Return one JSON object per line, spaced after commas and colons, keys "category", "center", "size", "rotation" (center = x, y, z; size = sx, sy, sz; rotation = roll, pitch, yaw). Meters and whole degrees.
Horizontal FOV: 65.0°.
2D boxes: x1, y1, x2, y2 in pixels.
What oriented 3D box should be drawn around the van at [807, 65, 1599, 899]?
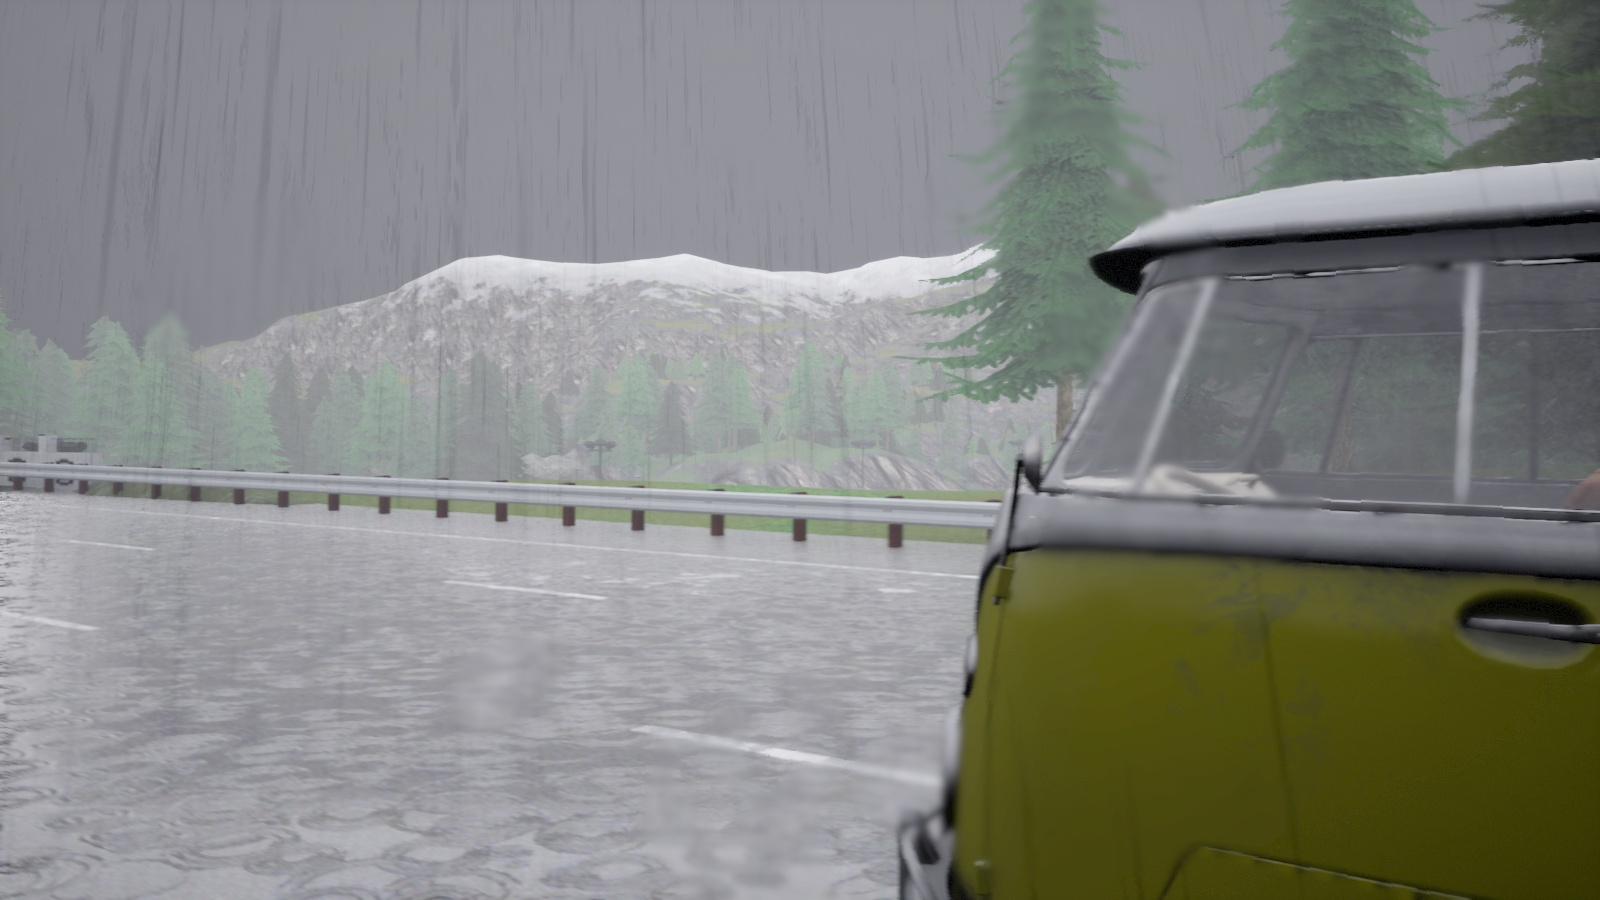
{"category": "van", "center": [2.360, 0.438, 2.051], "size": [4.442, 1.987, 1.775], "rotation": [0, 1, 34]}
